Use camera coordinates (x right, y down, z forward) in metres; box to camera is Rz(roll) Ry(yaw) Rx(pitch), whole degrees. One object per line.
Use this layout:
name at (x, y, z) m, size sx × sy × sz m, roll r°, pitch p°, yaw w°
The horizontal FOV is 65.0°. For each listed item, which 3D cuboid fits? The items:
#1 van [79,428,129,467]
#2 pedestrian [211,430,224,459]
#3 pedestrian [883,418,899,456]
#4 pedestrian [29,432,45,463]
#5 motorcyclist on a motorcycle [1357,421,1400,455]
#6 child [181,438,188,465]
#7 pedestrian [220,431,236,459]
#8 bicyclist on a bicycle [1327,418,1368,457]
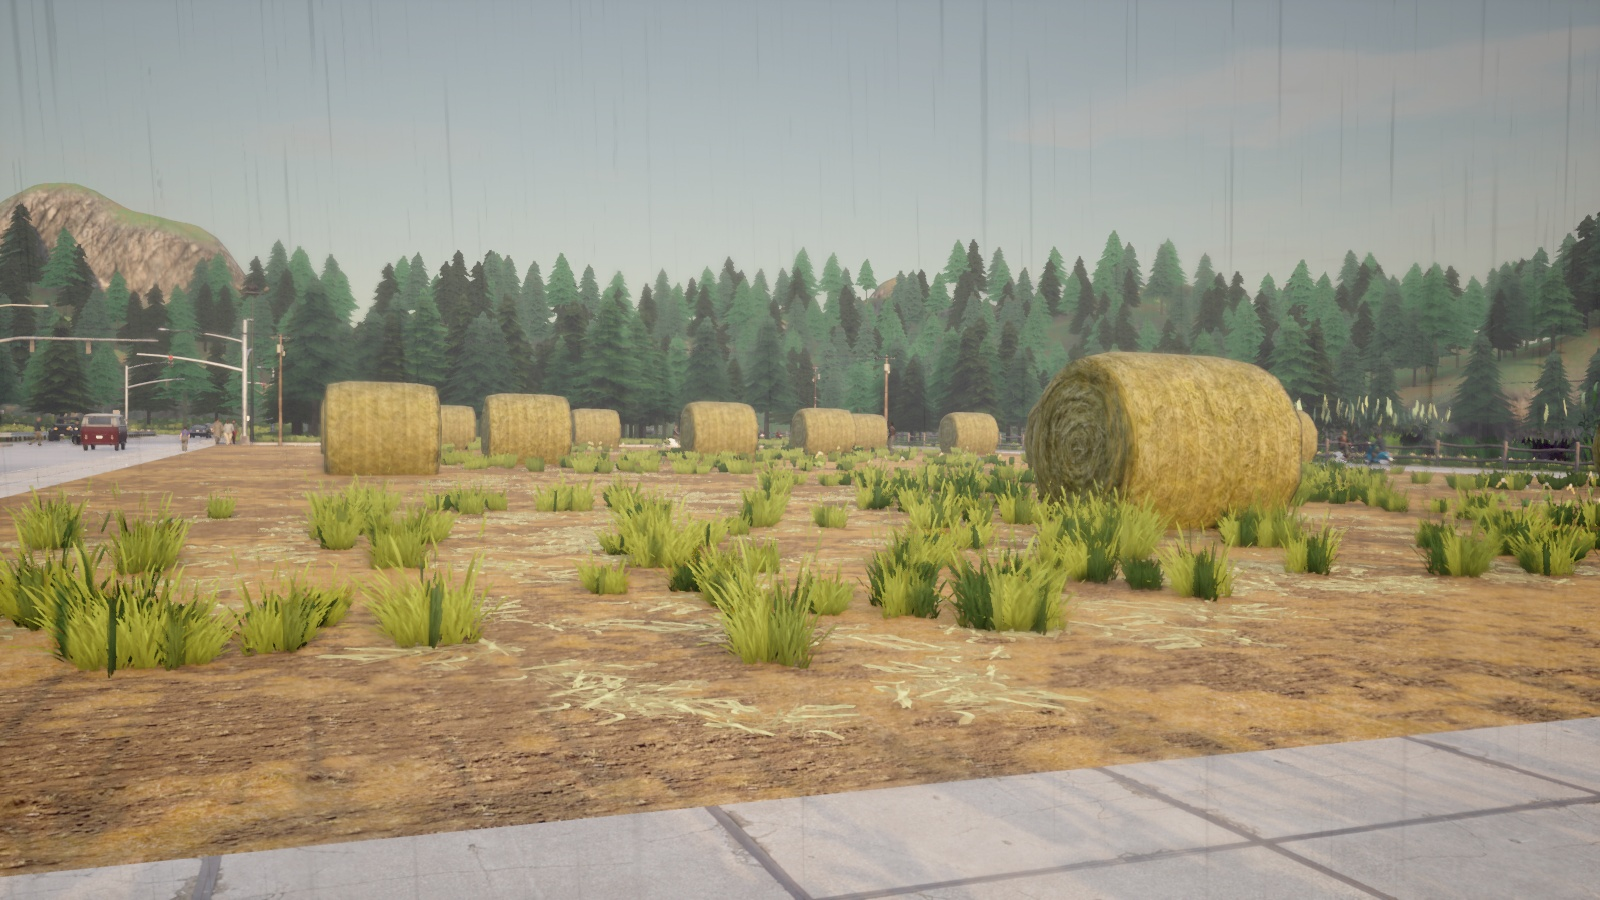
van at (-37.342, -0.173, 67.446) m, size 1.775 × 1.987 × 4.442 m, roll -1°, pitch 1°, yaw -22°
pedestrian at (-39.177, -0.375, 84.397) m, size 0.659 × 1.952 × 0.873 m, roll -1°, pitch 1°, yaw -18°
pedestrian at (4.648, -0.671, 64.204) m, size 0.666 × 1.930 × 0.402 m, roll 0°, pitch 1°, yaw 23°
pedestrian at (-45.348, -0.151, 74.662) m, size 0.726 × 1.842 × 0.402 m, roll -1°, pitch 1°, yaw -25°
motorcyclist on a motorcycle at (28.190, -0.584, 61.225) m, size 0.866 × 1.590 × 1.817 m, roll -1°, pitch 1°, yaw -18°
child at (-29.292, 0.058, 59.766) m, size 0.270 × 1.263 × 0.437 m, roll -1°, pitch 1°, yaw -27°
pedestrian at (-38.075, -0.356, 83.648) m, size 0.874 × 1.855 × 0.900 m, roll -1°, pitch 1°, yaw -20°
bicyclist on a bicycle at (25.436, -0.590, 58.355) m, size 0.659 × 1.776 × 1.843 m, roll -1°, pitch 1°, yaw -18°
